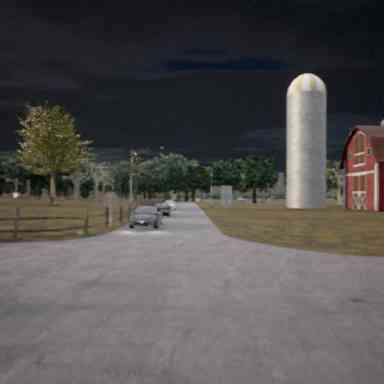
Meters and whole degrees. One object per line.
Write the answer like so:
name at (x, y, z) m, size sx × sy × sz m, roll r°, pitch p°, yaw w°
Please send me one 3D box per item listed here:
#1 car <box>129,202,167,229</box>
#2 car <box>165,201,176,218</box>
car at (-3.072, 1.670, 23.053) m, size 1.837 × 1.490 × 4.892 m, roll 0°, pitch -1°, yaw 1°
car at (-3.088, 1.821, 34.091) m, size 2.033 × 1.411 × 5.357 m, roll 0°, pitch -1°, yaw 0°
